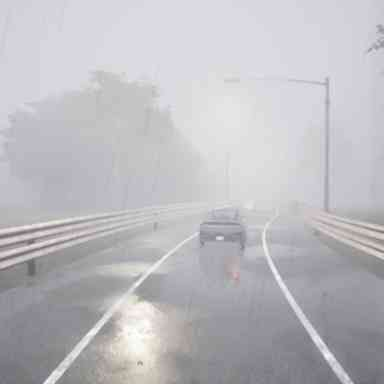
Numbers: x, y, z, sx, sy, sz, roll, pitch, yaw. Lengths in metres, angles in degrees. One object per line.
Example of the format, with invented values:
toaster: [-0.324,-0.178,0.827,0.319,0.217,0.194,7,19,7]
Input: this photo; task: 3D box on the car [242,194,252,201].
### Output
car: [13.514,1.317,82.635,2.097,1.767,4.553,0,0,-2]

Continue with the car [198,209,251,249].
car: [1.504,1.498,14.713,2.128,1.511,4.902,0,0,11]
